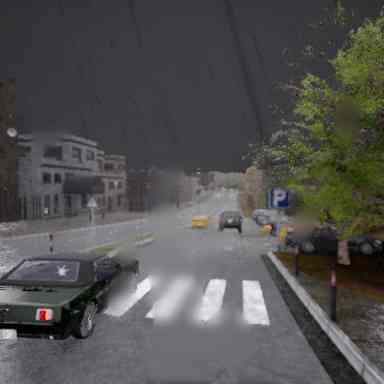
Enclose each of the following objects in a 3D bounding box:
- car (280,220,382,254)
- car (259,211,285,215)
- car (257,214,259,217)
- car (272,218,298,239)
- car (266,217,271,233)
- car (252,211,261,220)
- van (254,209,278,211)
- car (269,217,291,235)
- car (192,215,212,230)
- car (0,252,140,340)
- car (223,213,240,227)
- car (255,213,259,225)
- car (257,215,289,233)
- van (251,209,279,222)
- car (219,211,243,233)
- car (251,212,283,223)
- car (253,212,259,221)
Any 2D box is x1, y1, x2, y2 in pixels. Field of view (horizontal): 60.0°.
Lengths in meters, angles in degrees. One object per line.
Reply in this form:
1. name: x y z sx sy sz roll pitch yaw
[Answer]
1. car: 7.449 2.498 17.842 4.892 1.521 2.231 0 -3 7
2. car: 9.520 3.171 34.221 4.553 1.767 2.185 0 -2 7
3. car: 9.896 3.456 36.947 4.674 1.452 2.002 0 -2 7
4. car: 7.799 2.637 20.571 5.008 1.535 2.097 0 -3 7
5. car: 8.531 2.941 26.018 4.792 1.488 2.163 0 -3 7
6. car: 10.976 3.787 45.134 4.792 1.488 2.163 0 -2 7
7. van: 11.415 3.641 47.860 4.442 1.987 1.878 0 -2 7
8. car: 8.160 2.775 23.298 4.892 1.521 2.231 0 -3 7
9. car: 1.146 3.331 37.303 1.882 1.535 5.008 0 -2 8
10. car: -2.549 1.961 7.228 1.895 1.301 4.718 0 -3 6
11. car: 5.286 3.678 44.301 2.128 1.511 4.902 0 -2 8
12. car: 10.251 3.574 39.675 4.674 1.452 2.002 0 -2 7
13. car: 8.668 3.038 28.782 5.366 1.575 1.946 0 -3 7
14. van: 12.233 3.937 56.087 4.442 1.987 1.878 0 -2 7
15. car: 3.860 2.926 33.200 2.150 2.045 5.566 0 -3 8
16. car: 11.990 4.070 53.332 4.892 1.521 2.231 0 -2 7
17. car: 10.569 3.679 42.413 4.792 1.488 2.163 0 -2 7
